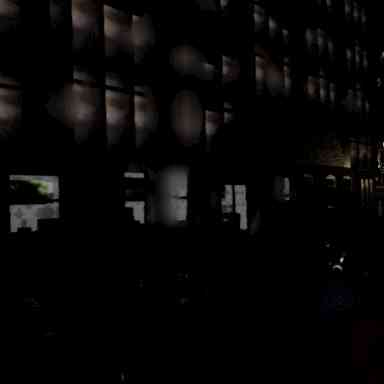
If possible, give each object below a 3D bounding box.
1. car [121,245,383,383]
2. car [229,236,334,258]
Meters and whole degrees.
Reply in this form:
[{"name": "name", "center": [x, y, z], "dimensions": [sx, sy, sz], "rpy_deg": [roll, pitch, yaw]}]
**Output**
[{"name": "car", "center": [1.243, 1.692, 4.249], "dimensions": [4.181, 1.385, 1.994], "rpy_deg": [1, -2, -37]}, {"name": "car", "center": [2.133, 1.818, 8.332], "dimensions": [4.313, 1.339, 1.947], "rpy_deg": [1, -3, -37]}]
